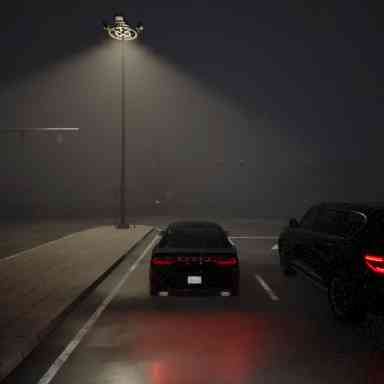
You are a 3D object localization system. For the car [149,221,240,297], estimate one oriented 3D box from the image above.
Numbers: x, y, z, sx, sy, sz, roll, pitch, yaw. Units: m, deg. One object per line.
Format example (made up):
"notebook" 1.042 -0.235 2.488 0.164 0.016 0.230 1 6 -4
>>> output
"car" 0.063 1.478 8.634 1.882 1.535 5.008 0 0 0

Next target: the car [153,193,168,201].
"car" -8.007 1.525 83.866 2.128 1.511 4.902 0 0 0

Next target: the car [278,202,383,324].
"car" 3.566 1.221 7.287 2.150 2.045 5.566 0 0 0

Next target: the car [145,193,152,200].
"car" -11.508 1.225 91.086 2.150 2.045 5.566 0 0 0
